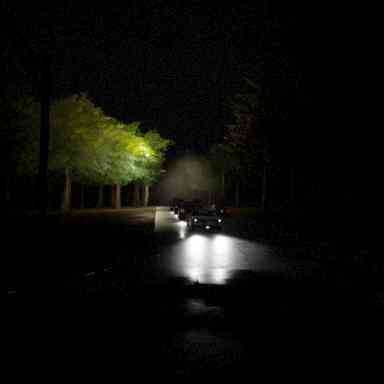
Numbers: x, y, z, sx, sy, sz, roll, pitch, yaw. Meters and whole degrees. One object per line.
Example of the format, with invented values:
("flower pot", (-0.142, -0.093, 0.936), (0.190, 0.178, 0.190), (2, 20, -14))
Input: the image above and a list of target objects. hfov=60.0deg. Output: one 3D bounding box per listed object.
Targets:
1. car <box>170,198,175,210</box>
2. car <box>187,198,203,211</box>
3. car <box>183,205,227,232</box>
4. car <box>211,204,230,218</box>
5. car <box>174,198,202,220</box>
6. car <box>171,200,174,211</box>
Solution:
("car", (-2.247, 1.899, 51.375), (2.150, 2.045, 5.566), (2, -2, -6))
("car", (0.460, 2.212, 59.693), (2.150, 2.045, 5.566), (2, -2, -5))
("car", (0.713, 1.816, 22.003), (1.895, 1.301, 4.718), (2, -1, -6))
("car", (2.858, 2.063, 37.056), (2.033, 1.411, 5.357), (2, -1, -6))
("car", (-0.204, 1.682, 31.062), (2.097, 1.767, 4.553), (2, -1, -6))
("car", (-1.173, 2.035, 40.967), (1.994, 1.385, 4.181), (2, -1, -6))
